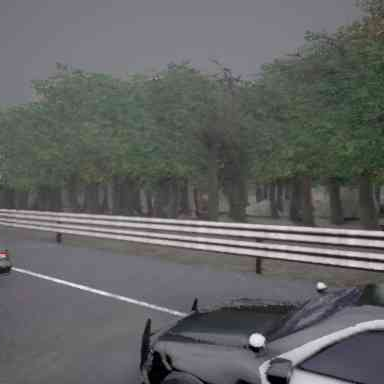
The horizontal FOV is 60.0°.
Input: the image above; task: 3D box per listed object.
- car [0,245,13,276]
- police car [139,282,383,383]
[{"bbox_3d":[-6.873,1.602,8.960,5.357,1.411,2.033,0,0,37],"label":"car"},{"bbox_3d":[1.723,1.511,2.630,4.974,1.542,2.038,0,0,36],"label":"police car"}]
